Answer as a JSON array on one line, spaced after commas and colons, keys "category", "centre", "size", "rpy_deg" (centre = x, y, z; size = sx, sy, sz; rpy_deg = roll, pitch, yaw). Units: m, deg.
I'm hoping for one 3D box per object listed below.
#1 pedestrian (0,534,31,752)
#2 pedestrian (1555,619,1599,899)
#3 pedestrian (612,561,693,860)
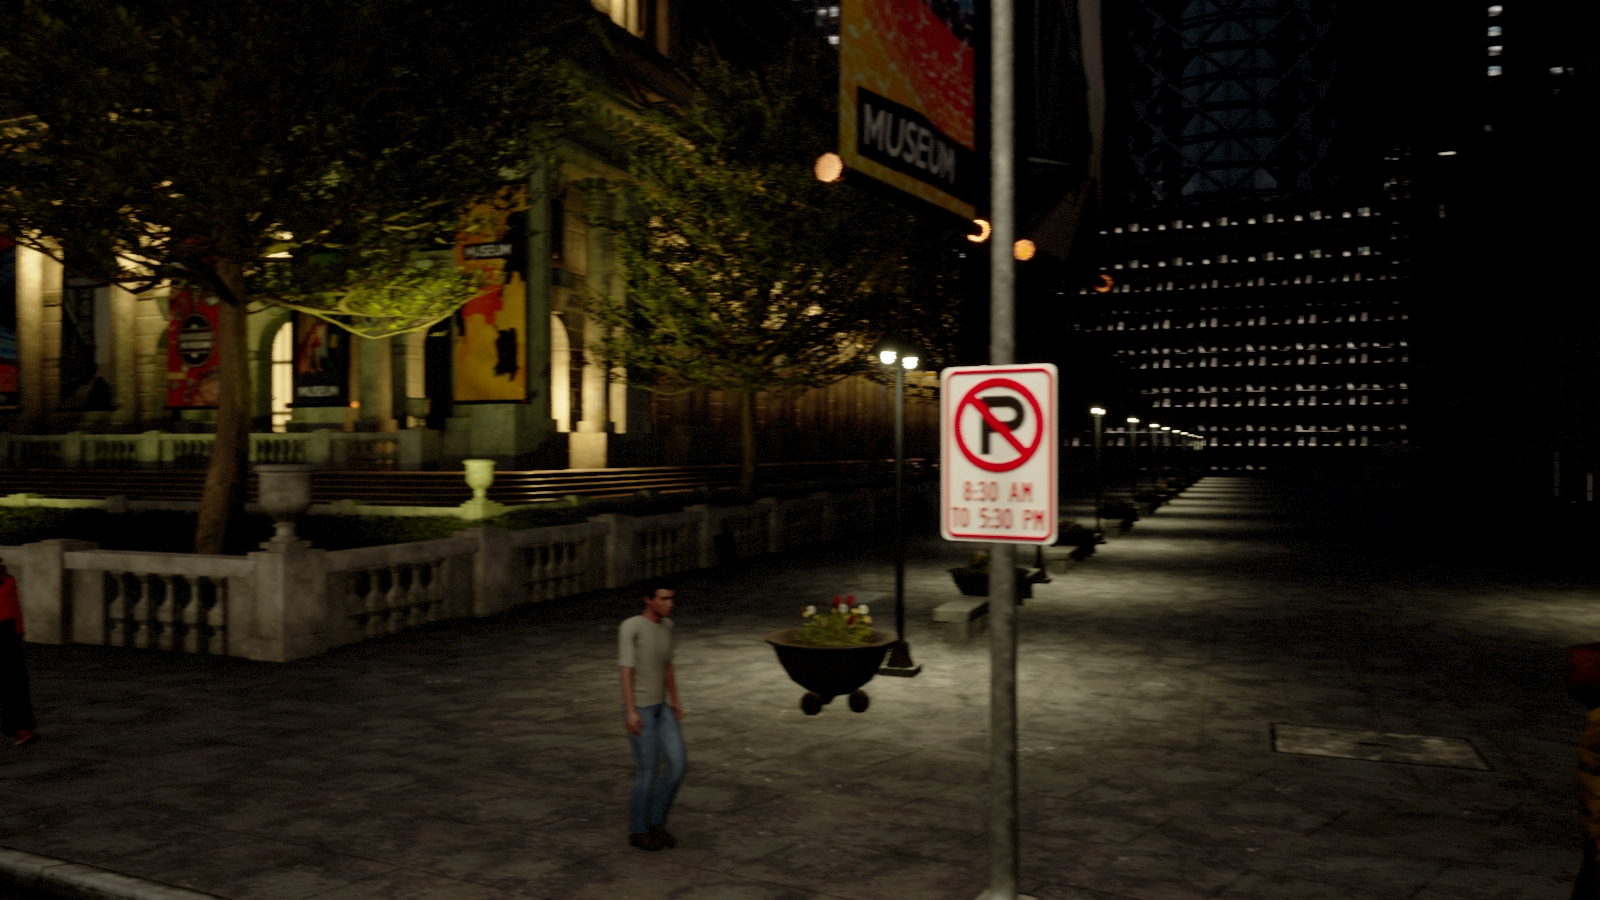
[{"category": "pedestrian", "centre": [-7.075, 1.690, 10.054], "size": [0.375, 1.860, 0.375], "rpy_deg": [0, 0, 28]}, {"category": "pedestrian", "centre": [3.469, 1.689, 4.860], "size": [0.375, 1.860, 0.375], "rpy_deg": [0, 0, 42]}, {"category": "pedestrian", "centre": [-0.975, 1.689, 7.554], "size": [0.375, 1.860, 0.375], "rpy_deg": [0, 0, 31]}]
